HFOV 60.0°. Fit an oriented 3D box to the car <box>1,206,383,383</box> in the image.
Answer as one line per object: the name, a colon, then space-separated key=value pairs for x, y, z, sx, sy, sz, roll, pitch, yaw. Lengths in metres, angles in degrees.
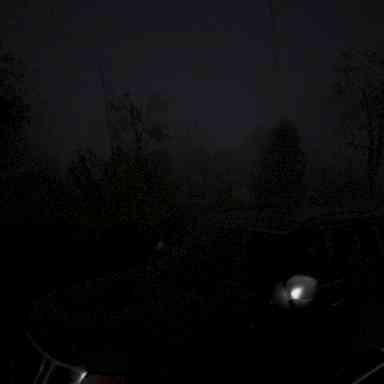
car: x=0.896 y=1.236 z=4.049 sx=5.566 sy=2.045 sz=2.150 roll=0 pitch=0 yaw=-36
